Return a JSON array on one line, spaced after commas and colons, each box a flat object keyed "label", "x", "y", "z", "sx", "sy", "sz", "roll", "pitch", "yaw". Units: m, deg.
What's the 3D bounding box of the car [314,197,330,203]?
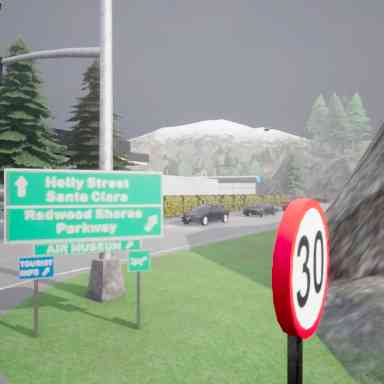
[{"label": "car", "x": 28.344, "y": 1.787, "z": 74.860, "sx": 1.895, "sy": 1.301, "sz": 4.718, "roll": 0, "pitch": 0, "yaw": -42}]

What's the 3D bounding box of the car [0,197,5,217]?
[{"label": "car", "x": -12.314, "y": 1.504, "z": 26.023, "sx": 1.905, "sy": 1.878, "sz": 3.866, "roll": 0, "pitch": 0, "yaw": 35}]

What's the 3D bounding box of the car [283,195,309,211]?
[{"label": "car", "x": 13.466, "y": 1.413, "z": 42.792, "sx": 2.150, "sy": 2.045, "sz": 5.566, "roll": 0, "pitch": 0, "yaw": 36}]

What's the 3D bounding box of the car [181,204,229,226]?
[{"label": "car", "x": 1.112, "y": 1.696, "z": 25.903, "sx": 1.837, "sy": 1.490, "sz": 4.892, "roll": 0, "pitch": 0, "yaw": 36}]

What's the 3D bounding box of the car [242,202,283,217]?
[{"label": "car", "x": 7.169, "y": 1.739, "z": 34.222, "sx": 2.033, "sy": 1.411, "sz": 5.357, "roll": 0, "pitch": 0, "yaw": 36}]

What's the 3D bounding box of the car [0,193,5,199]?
[{"label": "car", "x": -38.508, "y": 1.489, "z": 69.971, "sx": 4.514, "sy": 1.523, "sz": 2.007, "roll": 0, "pitch": 0, "yaw": 35}]
